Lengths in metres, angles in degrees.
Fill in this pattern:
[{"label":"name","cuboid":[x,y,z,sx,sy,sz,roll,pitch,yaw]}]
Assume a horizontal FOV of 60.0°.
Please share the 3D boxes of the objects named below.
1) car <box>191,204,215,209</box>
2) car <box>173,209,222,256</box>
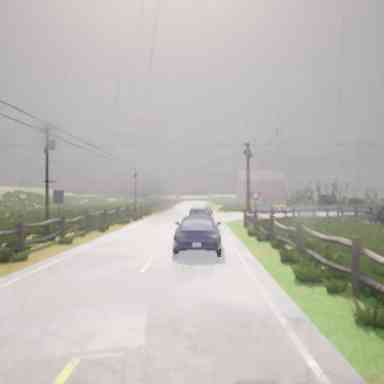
[{"label":"car","cuboid":[0.864,1.798,28.370,2.128,1.511,4.902,0,0,8]},{"label":"car","cuboid":[0.245,1.675,13.807,1.812,1.442,4.674,0,0,2]}]
